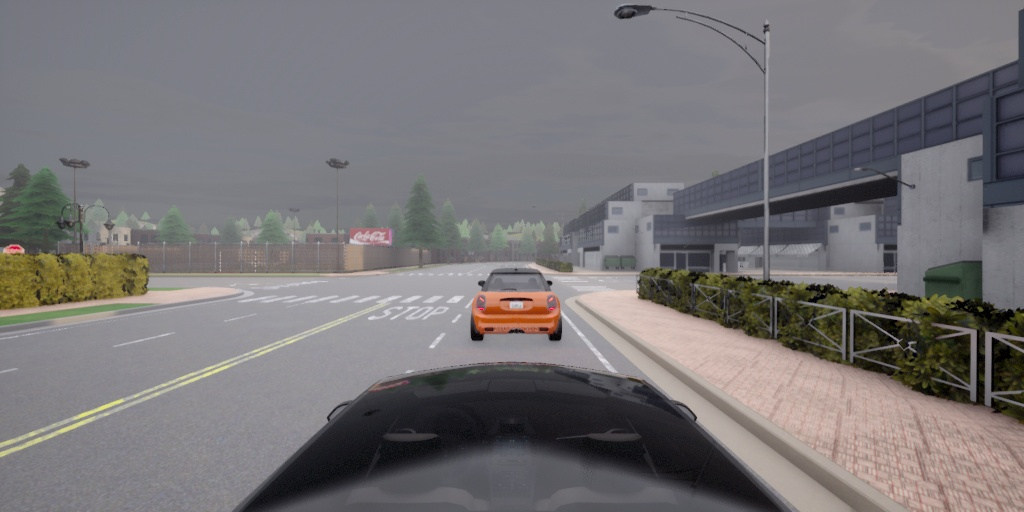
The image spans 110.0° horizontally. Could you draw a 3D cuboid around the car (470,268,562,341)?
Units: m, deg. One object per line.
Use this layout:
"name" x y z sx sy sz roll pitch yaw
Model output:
"car" 0.096 1.099 10.005 2.097 1.767 4.553 0 0 0
